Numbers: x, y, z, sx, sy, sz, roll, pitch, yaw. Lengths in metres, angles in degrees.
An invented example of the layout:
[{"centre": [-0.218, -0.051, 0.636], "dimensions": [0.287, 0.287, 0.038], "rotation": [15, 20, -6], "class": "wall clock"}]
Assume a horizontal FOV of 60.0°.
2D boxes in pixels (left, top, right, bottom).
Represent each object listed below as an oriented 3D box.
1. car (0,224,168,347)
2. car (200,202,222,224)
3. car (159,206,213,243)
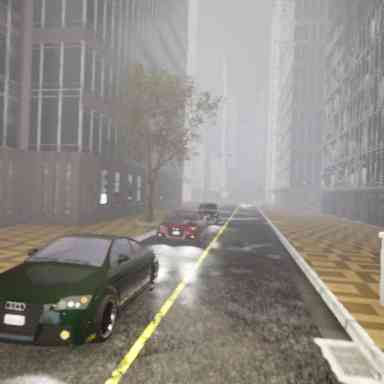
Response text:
[{"centre": [-1.997, 1.508, 6.333], "dimensions": [1.994, 1.385, 4.181], "rotation": [2, 0, 10], "class": "car"}, {"centre": [1.331, 1.608, 26.227], "dimensions": [1.837, 1.490, 4.892], "rotation": [2, 0, 10], "class": "car"}, {"centre": [-0.355, 1.583, 16.209], "dimensions": [1.994, 1.385, 4.181], "rotation": [2, 0, 9], "class": "car"}]
